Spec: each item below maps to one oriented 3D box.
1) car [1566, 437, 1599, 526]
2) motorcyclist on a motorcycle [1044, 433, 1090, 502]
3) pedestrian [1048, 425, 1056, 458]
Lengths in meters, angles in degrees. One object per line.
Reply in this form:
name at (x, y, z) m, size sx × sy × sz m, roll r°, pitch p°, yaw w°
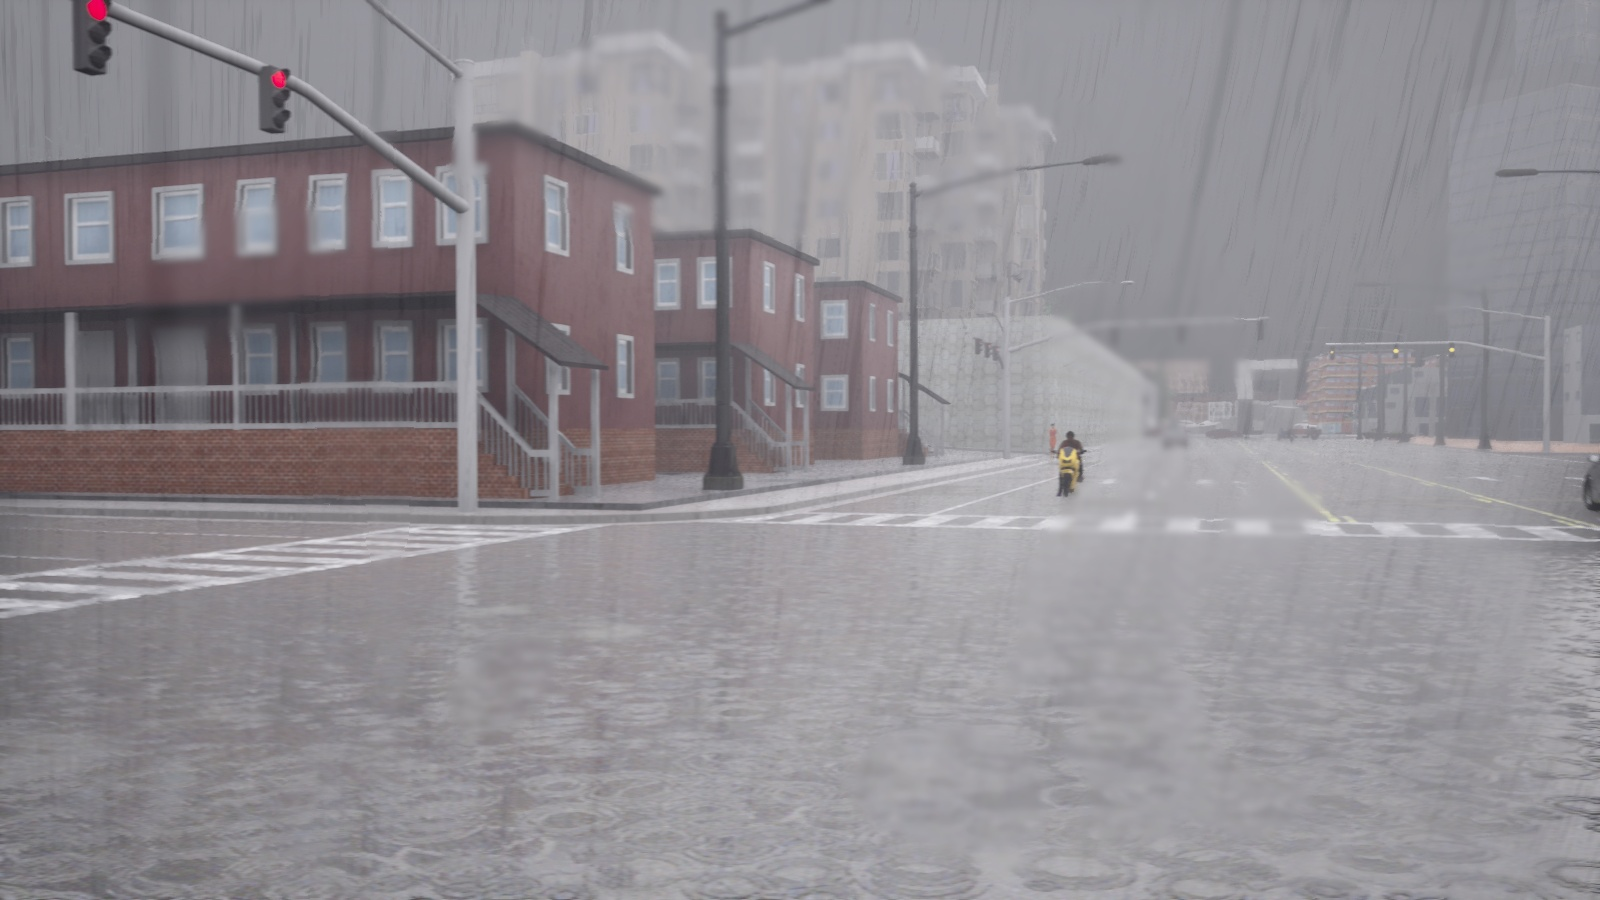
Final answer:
car at (14.827, 0.546, 21.868) m, size 1.845 × 1.501 × 3.633 m, roll 1°, pitch 1°, yaw 20°
motorcyclist on a motorcycle at (6.183, 0.367, 29.024) m, size 0.797 × 1.523 × 2.044 m, roll 1°, pitch 1°, yaw 19°
pedestrian at (13.750, -0.465, 68.594) m, size 0.345 × 1.836 × 0.594 m, roll 1°, pitch 1°, yaw 19°
